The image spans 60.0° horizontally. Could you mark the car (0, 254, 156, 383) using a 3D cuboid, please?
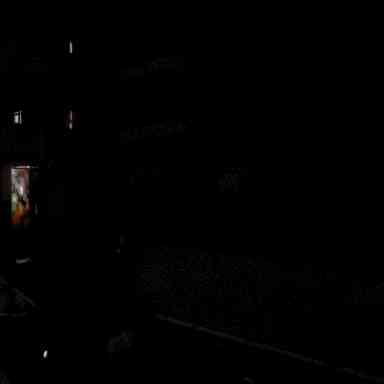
[{"bbox_3d":[-2.412,1.563,4.591,4.313,1.339,1.947,0,0,36],"label":"car"}]
